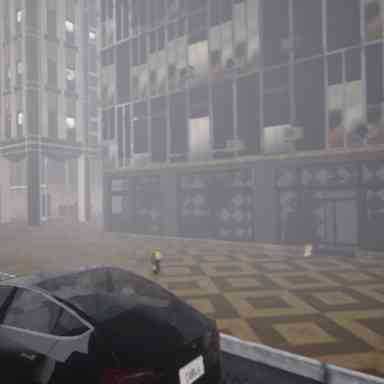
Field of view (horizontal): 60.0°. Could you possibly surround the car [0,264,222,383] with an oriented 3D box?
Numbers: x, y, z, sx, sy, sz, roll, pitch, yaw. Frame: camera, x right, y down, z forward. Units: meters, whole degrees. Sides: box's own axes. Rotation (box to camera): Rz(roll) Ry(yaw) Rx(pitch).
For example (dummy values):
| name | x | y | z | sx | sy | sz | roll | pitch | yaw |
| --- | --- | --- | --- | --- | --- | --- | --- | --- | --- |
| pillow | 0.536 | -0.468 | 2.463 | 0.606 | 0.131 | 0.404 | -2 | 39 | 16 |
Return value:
| name | x | y | z | sx | sy | sz | roll | pitch | yaw |
| --- | --- | --- | --- | --- | --- | --- | --- | --- | --- |
| car | -1.693 | 1.582 | 4.055 | 4.313 | 1.339 | 1.947 | 0 | -1 | 36 |
